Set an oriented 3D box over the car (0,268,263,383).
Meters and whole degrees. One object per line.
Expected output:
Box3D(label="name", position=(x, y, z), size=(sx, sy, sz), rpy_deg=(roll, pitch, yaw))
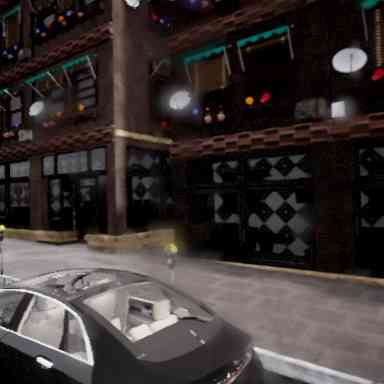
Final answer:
Box3D(label="car", position=(-1.407, 1.559, 3.747), size=(4.403, 1.369, 2.008), rpy_deg=(0, -1, 36))
